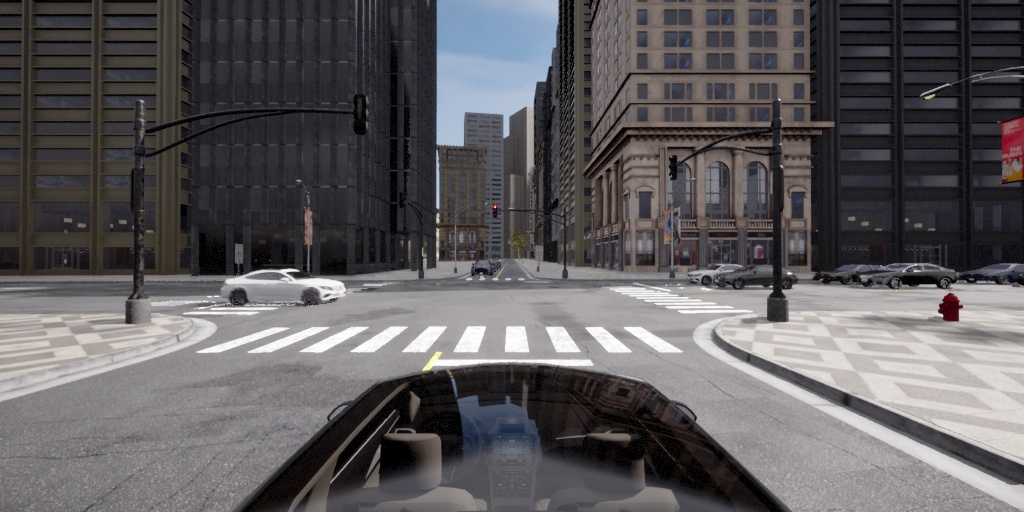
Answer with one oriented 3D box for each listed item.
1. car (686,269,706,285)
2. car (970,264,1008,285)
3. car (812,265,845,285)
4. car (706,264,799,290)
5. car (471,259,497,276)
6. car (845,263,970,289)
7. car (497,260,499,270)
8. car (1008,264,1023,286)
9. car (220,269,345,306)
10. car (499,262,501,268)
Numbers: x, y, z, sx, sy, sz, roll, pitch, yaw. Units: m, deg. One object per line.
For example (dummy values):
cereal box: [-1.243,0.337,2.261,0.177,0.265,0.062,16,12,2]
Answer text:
car: [14.637,1.264,24.977,4.674,1.442,1.812,0,0,0]
car: [34.647,1.237,24.990,5.357,1.411,2.033,0,0,-1]
car: [24.219,1.262,24.982,5.357,1.411,2.033,0,0,0]
car: [14.702,1.240,21.716,4.674,1.442,1.812,0,0,-1]
car: [-3.048,1.146,37.627,2.097,1.767,4.553,0,0,0]
car: [23.812,1.183,21.730,4.902,1.511,2.128,0,0,0]
car: [-3.058,1.378,46.399,1.994,1.385,4.181,0,0,0]
car: [33.684,1.232,21.732,4.181,1.385,1.994,0,0,0]
car: [-9.484,1.265,15.002,4.674,1.442,1.812,0,0,0]
car: [-3.054,1.401,55.430,1.994,1.385,4.181,0,0,0]
